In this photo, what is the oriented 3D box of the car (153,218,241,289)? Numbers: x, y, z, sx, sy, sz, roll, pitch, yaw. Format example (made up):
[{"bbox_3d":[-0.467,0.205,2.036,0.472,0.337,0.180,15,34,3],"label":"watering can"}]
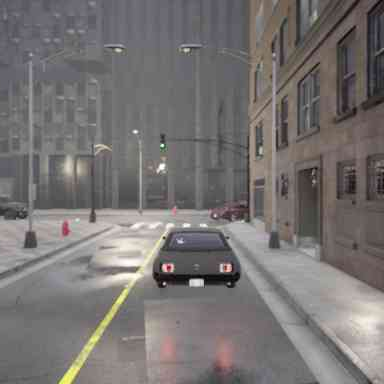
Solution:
[{"bbox_3d":[0.102,1.621,9.208,1.895,1.301,4.718,0,0,0],"label":"car"}]

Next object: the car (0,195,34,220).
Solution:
[{"bbox_3d":[-15.889,1.257,26.892,5.566,2.045,2.150,0,0,0],"label":"car"}]

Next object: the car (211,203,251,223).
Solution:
[{"bbox_3d":[3.570,1.589,26.129,4.674,1.442,1.812,0,-1,-39],"label":"car"}]
